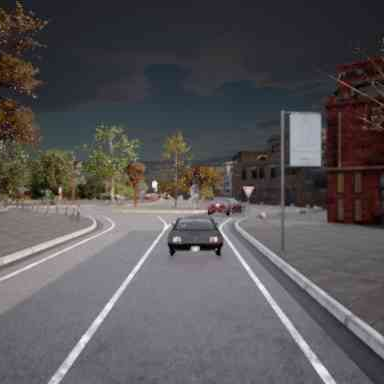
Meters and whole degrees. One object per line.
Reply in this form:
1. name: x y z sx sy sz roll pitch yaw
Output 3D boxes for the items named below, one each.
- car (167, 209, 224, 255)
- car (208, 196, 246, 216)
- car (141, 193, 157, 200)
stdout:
1. car: 0.113 1.580 13.101 1.895 1.301 4.718 0 0 0
2. car: 3.278 1.196 30.485 2.097 1.767 4.553 0 0 30
3. car: -12.062 1.474 94.398 4.553 1.767 2.185 0 -1 -2
